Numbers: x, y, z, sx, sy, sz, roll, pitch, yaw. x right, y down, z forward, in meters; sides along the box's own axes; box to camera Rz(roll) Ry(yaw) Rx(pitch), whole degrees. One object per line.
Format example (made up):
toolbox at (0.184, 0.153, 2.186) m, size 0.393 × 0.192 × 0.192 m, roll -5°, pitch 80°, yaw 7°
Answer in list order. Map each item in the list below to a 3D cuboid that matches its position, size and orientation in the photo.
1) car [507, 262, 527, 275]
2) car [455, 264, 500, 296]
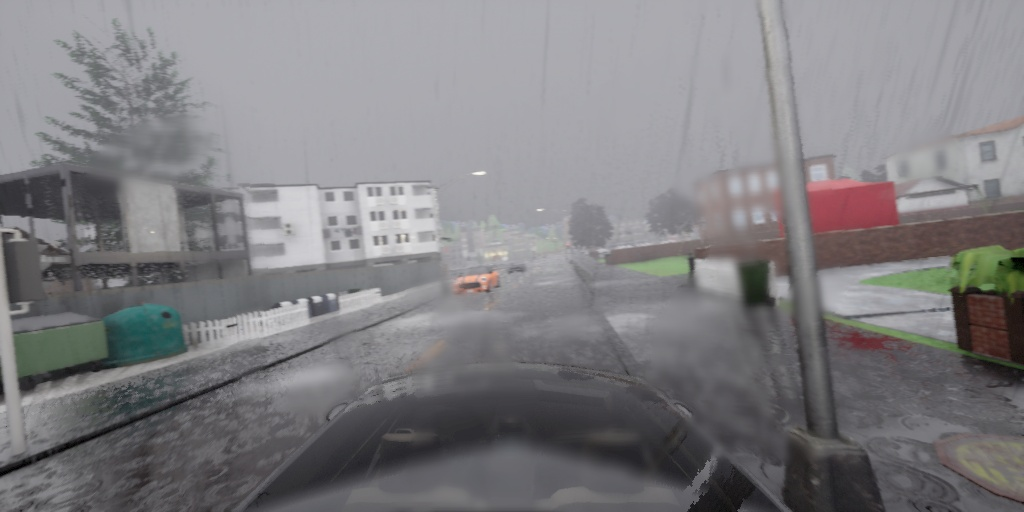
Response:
car at (0.606, 1.403, 42.183) m, size 1.895 × 1.301 × 4.718 m, roll -7°, pitch 0°, yaw 8°
car at (-2.148, 1.413, 22.774) m, size 2.097 × 1.767 × 4.553 m, roll -7°, pitch 0°, yaw 8°
